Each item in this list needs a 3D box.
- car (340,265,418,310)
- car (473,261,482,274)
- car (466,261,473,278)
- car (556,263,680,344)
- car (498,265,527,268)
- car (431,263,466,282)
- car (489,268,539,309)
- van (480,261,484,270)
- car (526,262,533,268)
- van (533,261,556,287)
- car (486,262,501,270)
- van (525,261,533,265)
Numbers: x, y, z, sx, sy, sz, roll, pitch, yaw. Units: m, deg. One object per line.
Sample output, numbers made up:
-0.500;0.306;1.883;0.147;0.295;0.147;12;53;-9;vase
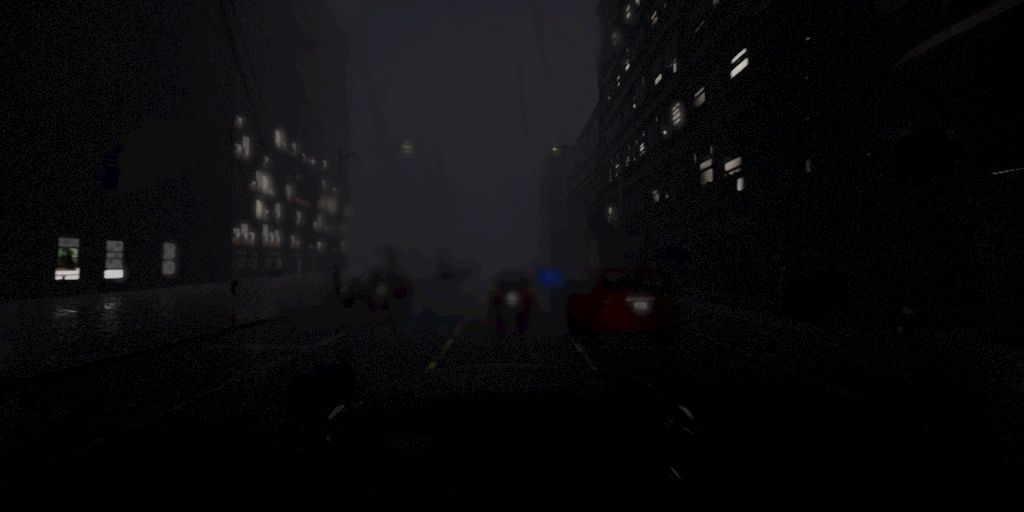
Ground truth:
-5.686;1.334;15.430;1.967;1.591;4.097;0;0;0;car
-5.634;1.774;49.304;1.888;1.381;4.507;0;0;0;car
-5.639;1.561;38.014;1.967;1.591;4.097;0;0;0;car
2.695;1.150;9.810;2.192;1.841;5.009;0;0;0;car
0.032;1.644;30.092;1.895;1.301;4.718;0;-1;1;car
-5.648;1.505;32.367;1.967;1.591;4.097;0;0;0;car
0.034;1.422;15.730;1.812;1.442;4.674;0;0;1;car
-5.631;1.622;54.950;1.690;1.789;3.998;0;0;0;van
2.709;1.665;38.042;1.888;1.381;4.507;0;0;0;car
2.704;1.350;26.749;1.690;1.789;3.998;0;0;0;van
-3.016;1.836;63.440;1.882;1.535;5.008;0;-1;1;car
2.715;1.569;49.334;1.690;1.789;3.998;0;0;0;van
